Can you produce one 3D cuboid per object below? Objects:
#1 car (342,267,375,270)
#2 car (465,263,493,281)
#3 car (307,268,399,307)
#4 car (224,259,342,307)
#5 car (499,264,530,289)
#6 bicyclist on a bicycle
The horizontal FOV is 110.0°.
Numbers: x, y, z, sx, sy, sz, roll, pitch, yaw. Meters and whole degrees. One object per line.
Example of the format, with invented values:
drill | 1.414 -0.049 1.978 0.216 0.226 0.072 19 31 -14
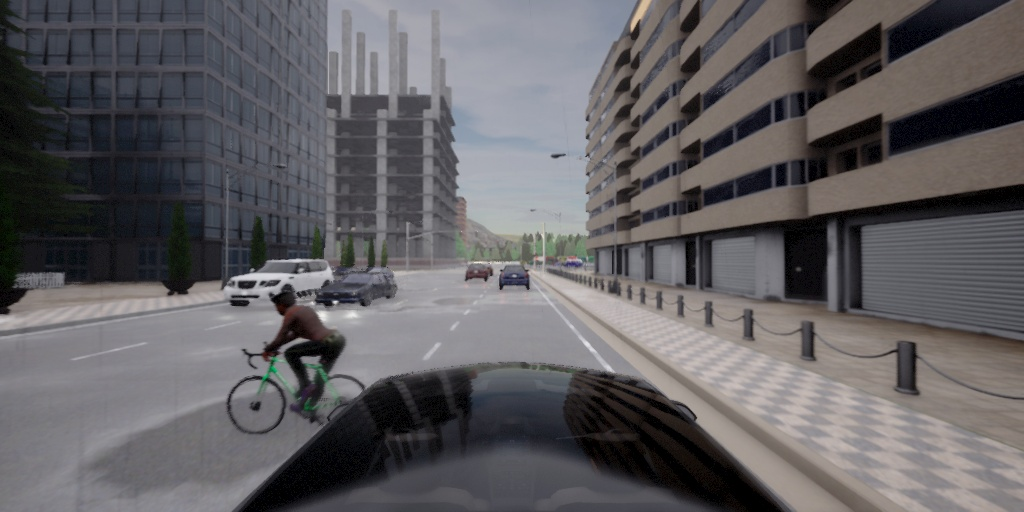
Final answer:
car | -10.441 1.350 22.107 1.994 1.385 4.181 0 -1 0
car | -3.322 1.503 35.298 2.097 1.767 4.553 0 -1 0
car | -7.008 1.478 16.952 2.033 1.411 5.357 0 -1 1
car | -10.557 1.153 16.917 2.150 2.045 5.566 0 -1 0
car | 0.171 1.394 26.158 2.097 1.767 4.553 0 -1 0
bicyclist on a bicycle | -2.431 1.231 4.082 1.656 1.620 0.582 -1 -1 0
